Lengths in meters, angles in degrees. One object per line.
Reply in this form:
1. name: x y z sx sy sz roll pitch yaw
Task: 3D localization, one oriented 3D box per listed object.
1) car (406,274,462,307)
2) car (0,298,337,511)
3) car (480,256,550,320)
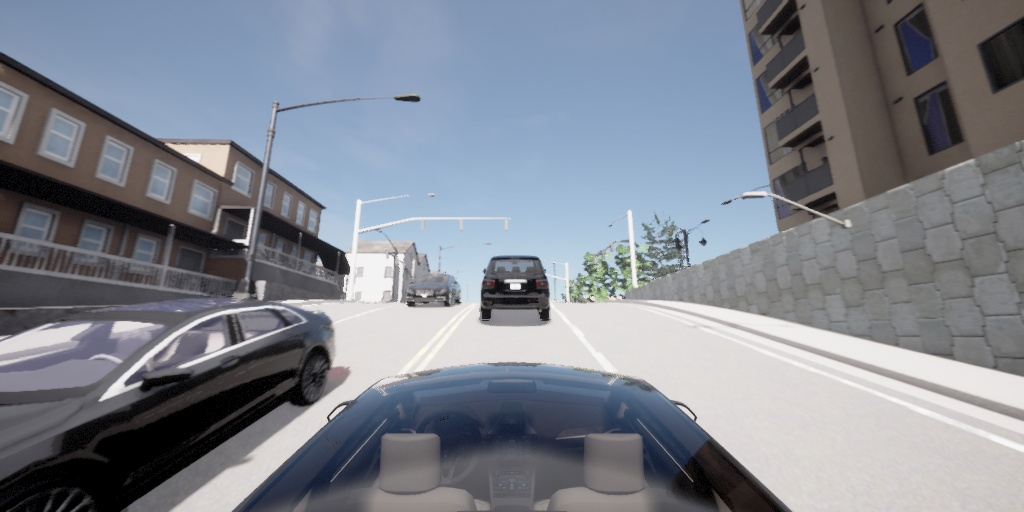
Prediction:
1. car: -3.566 1.586 17.084 1.837 1.490 4.892 0 -5 0
2. car: -3.578 1.245 3.488 2.128 1.511 4.902 0 0 0
3. car: 0.098 1.061 12.940 2.150 2.045 5.566 0 -2 0
